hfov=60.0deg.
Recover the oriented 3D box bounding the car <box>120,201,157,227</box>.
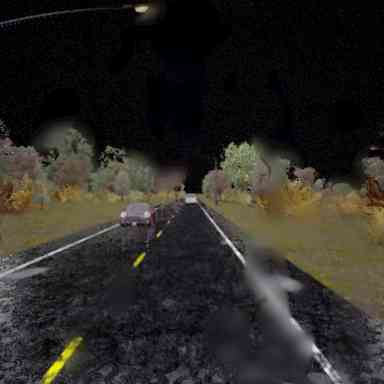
[{"bbox_3d":[-3.684,1.463,23.467,2.097,1.767,4.553,0,0,0],"label":"car"}]

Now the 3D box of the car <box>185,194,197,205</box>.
[{"bbox_3d":[-0.164,1.514,65.535,2.150,2.045,5.566,0,-1,0],"label":"car"}]

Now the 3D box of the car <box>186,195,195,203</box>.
[{"bbox_3d":[-0.347,1.765,85.818,2.097,1.767,4.553,0,0,0],"label":"car"}]
